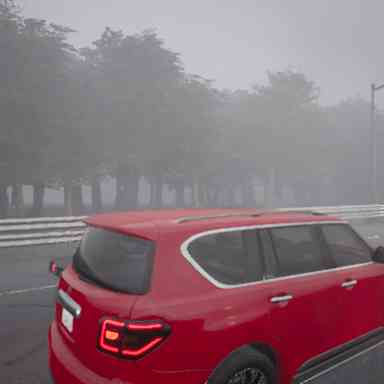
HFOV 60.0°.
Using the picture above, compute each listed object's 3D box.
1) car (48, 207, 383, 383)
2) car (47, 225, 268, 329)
[{"bbox_3d":[1.071,1.234,4.520,5.566,2.045,2.150,0,0,-36],"label":"car"},{"bbox_3d":[-0.591,1.615,7.637,4.718,1.301,1.895,0,0,-36],"label":"car"}]
